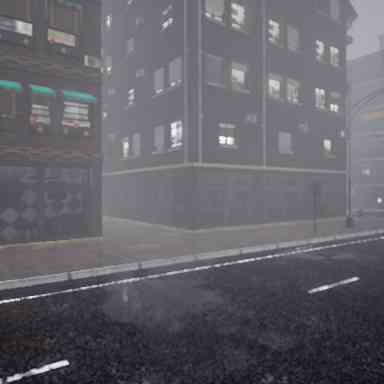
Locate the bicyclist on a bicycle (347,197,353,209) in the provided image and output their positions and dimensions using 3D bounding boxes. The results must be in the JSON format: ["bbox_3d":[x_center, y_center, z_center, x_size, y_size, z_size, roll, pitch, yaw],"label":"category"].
[{"bbox_3d":[21.536,1.507,45.416,1.656,1.620,0.582,-1,0,-36],"label":"bicyclist on a bicycle"}]
